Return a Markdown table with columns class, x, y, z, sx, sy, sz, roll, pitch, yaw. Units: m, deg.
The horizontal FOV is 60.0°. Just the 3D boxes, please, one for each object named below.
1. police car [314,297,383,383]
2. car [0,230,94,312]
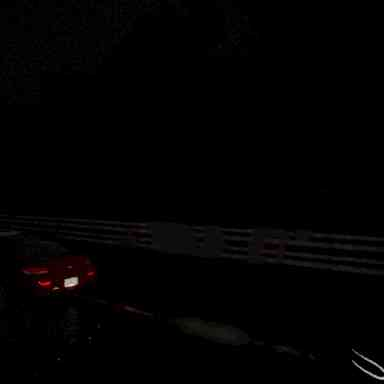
| class | x | y | z | sx | sy | sz | roll | pitch | yaw |
| --- | --- | --- | --- | --- | --- | --- | --- | --- | --- |
| police car | 3.733 | 1.476 | 2.499 | 5.238 | 1.638 | 1.930 | -1 | -1 | 34 |
| car | -4.311 | 1.659 | 7.982 | 4.674 | 1.442 | 1.812 | -1 | -1 | 35 |
